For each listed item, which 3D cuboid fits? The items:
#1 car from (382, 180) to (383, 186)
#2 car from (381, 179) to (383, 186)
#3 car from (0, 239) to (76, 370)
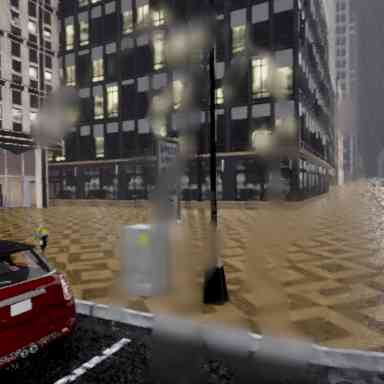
[{"bbox_3d":[40.441,-1.839,68.386,1.947,1.339,4.313,1,3,27],"label":"car"},{"bbox_3d":[42.948,-2.096,73.359,1.887,1.381,4.507,1,3,27],"label":"car"},{"bbox_3d":[-3.728,1.379,4.779,4.097,1.590,1.967,0,1,27],"label":"car"}]
